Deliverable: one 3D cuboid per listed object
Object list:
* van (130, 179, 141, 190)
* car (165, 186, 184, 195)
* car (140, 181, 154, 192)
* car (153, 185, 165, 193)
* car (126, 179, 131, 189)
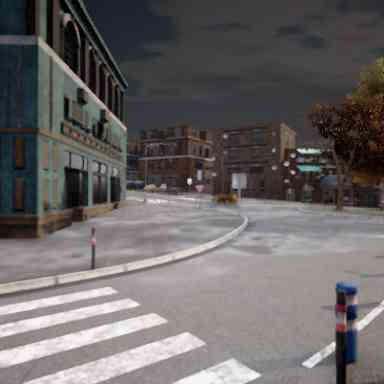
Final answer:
[{"bbox_3d":[-10.515,-1.361,68.993,1.878,1.987,4.442,5,2,12],"label":"van"},{"bbox_3d":[-2.841,-0.253,64.076,2.231,1.521,4.892,5,2,12],"label":"car"},{"bbox_3d":[-8.019,-0.840,67.103,1.946,1.575,5.366,6,2,12],"label":"car"},{"bbox_3d":[-5.410,-0.507,65.686,2.002,1.452,4.674,6,2,12],"label":"car"},{"bbox_3d":[-13.108,-1.676,70.449,2.435,2.045,5.566,6,2,12],"label":"car"}]
